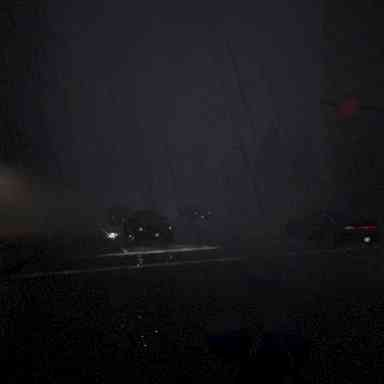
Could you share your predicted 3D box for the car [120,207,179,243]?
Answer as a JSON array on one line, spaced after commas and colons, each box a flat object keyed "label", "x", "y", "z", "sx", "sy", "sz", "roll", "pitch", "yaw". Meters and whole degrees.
[{"label": "car", "x": -2.411, "y": 1.735, "z": 17.596, "sx": 1.812, "sy": 1.442, "sz": 4.674, "roll": 0, "pitch": -1, "yaw": -20}]

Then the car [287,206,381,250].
[{"label": "car", "x": 6.066, "y": 1.606, "z": 14.923, "sx": 2.128, "sy": 1.511, "sz": 4.902, "roll": 0, "pitch": -1, "yaw": -13}]

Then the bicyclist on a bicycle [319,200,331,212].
[{"label": "bicyclist on a bicycle", "x": 12.083, "y": 1.529, "z": 30.183, "sx": 1.656, "sy": 1.620, "sz": 0.582, "roll": -1, "pitch": -1, "yaw": -20}]

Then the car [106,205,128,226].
[{"label": "car", "x": -5.907, "y": 1.841, "z": 27.104, "sx": 1.837, "sy": 1.490, "sz": 4.892, "roll": 0, "pitch": 0, "yaw": -20}]

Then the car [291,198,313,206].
[{"label": "car", "x": 18.869, "y": 1.743, "z": 55.979, "sx": 4.553, "sy": 1.767, "sz": 2.097, "roll": 0, "pitch": -1, "yaw": -20}]

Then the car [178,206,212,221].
[{"label": "car", "x": 0.144, "y": 1.935, "z": 31.382, "sx": 1.895, "sy": 1.301, "sz": 4.718, "roll": 0, "pitch": -1, "yaw": -21}]
